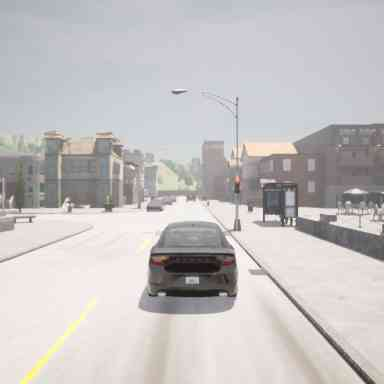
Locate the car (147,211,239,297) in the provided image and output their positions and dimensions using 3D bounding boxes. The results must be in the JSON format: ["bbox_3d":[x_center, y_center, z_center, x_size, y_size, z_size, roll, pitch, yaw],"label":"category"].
[{"bbox_3d":[0.027,1.478,8.613,1.882,1.535,5.008,0,0,0],"label":"car"}]

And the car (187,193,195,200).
[{"bbox_3d":[-0.239,1.187,87.100,2.097,1.767,4.553,0,0,0],"label":"car"}]

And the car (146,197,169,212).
[{"bbox_3d":[-4.205,1.547,38.938,2.033,1.411,5.357,0,0,0],"label":"car"}]

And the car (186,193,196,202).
[{"bbox_3d":[-0.210,1.217,76.739,2.150,2.045,5.566,0,0,0],"label":"car"}]

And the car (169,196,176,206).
[{"bbox_3d":[-4.242,1.547,55.814,2.033,1.411,5.357,0,0,0],"label":"car"}]
